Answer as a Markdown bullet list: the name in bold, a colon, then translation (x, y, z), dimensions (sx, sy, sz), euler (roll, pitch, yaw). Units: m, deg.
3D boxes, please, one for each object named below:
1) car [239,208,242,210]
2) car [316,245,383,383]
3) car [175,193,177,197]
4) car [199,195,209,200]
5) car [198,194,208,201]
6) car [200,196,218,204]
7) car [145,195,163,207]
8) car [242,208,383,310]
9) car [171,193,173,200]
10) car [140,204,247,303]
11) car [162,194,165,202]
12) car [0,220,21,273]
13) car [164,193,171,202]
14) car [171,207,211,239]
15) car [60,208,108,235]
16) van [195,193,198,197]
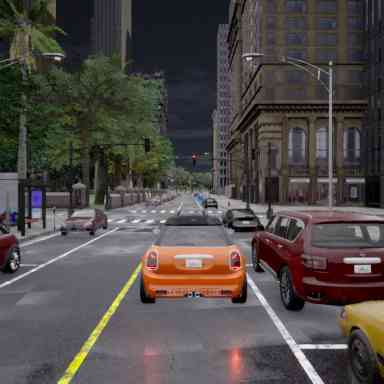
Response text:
- **car**: translation (2.667, 1.561, 18.569), dimensions (1.947, 1.339, 4.313), euler (0, 0, 0)
- **car**: translation (2.752, 1.525, 2.463), dimensions (1.752, 1.417, 4.829), euler (0, 0, 0)
- **car**: translation (-6.256, 1.235, 93.762), dimensions (2.192, 1.841, 5.009), euler (0, 0, 0)
- **car**: translation (2.499, 1.541, 50.425), dimensions (1.947, 1.339, 4.313), euler (0, 0, 0)
- **car**: translation (2.469, 1.496, 56.016), dimensions (1.752, 1.417, 4.829), euler (0, 0, 0)
- **car**: translation (2.528, 1.545, 45.005), dimensions (1.947, 1.339, 4.313), euler (0, 0, 0)
- **car**: translation (-6.026, 1.526, 50.400), dimensions (2.008, 1.369, 4.403), euler (0, 0, 0)
- **car**: translation (2.724, 1.314, 7.718), dimensions (2.192, 1.841, 5.009), euler (0, 0, 0)
- **car**: translation (-6.170, 1.260, 77.501), dimensions (2.192, 1.841, 5.009), euler (0, 0, 0)
- **car**: translation (0.032, 1.351, 8.340), dimensions (2.097, 1.767, 4.553), euler (0, 0, 0)
- **car**: translation (-6.055, 1.411, 55.820), dimensions (1.967, 1.590, 4.097), euler (0, 0, 0)
- **car**: translation (-5.801, 1.439, 7.689), dimensions (1.967, 1.590, 4.097), euler (0, 0, 0)
- **car**: translation (-6.141, 1.393, 72.081), dimensions (1.967, 1.590, 4.097), euler (0, 0, 0)
- **car**: translation (-0.031, 1.596, 18.159), dimensions (1.895, 1.301, 4.718), euler (0, 0, 0)
- **car**: translation (-5.858, 1.577, 18.541), dimensions (1.802, 1.307, 4.206), euler (0, 0, 0)
- **van**: translation (2.326, 1.278, 82.947), dimensions (1.690, 1.788, 3.998), euler (0, 0, 0)
